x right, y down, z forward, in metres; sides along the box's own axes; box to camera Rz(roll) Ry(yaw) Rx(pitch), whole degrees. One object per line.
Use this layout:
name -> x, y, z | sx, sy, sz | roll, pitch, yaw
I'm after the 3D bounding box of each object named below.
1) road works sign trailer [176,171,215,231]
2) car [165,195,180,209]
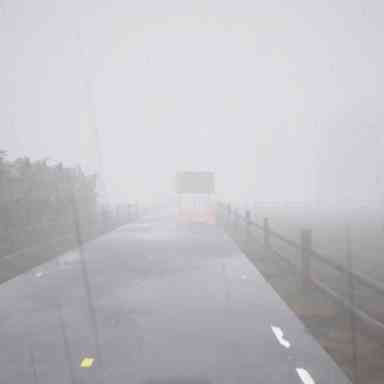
road works sign trailer -> 0.175, 0.486, 20.760 | 2.380, 3.560, 2.880 | 0, 0, -3
car -> -2.826, 1.465, 49.698 | 2.150, 2.045, 5.566 | 0, 0, 0
